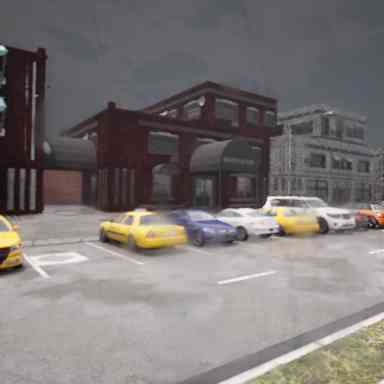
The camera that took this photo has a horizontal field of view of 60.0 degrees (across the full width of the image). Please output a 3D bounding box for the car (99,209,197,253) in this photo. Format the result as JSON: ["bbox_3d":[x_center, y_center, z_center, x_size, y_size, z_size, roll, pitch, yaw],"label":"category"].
[{"bbox_3d":[-2.272,1.471,13.928,1.946,1.575,5.366,0,0,-35],"label":"car"}]

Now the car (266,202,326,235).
[{"bbox_3d":[4.414,1.521,18.680,1.946,1.575,5.366,1,0,-35],"label":"car"}]

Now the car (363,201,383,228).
[{"bbox_3d":[11.331,1.513,23.330,2.185,1.767,4.553,1,-1,-35],"label":"car"}]

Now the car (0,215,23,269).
[{"bbox_3d":[-6.696,1.471,10.563,2.097,1.535,5.008,0,0,-35],"label":"car"}]

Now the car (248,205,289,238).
[{"bbox_3d":[2.262,1.539,16.920,2.002,1.452,4.674,0,0,-35],"label":"car"}]

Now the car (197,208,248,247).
[{"bbox_3d":[0.092,1.523,15.384,2.002,1.452,4.674,0,0,-35],"label":"car"}]

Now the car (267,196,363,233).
[{"bbox_3d":[6.805,1.303,20.117,2.435,2.045,5.566,1,0,-35],"label":"car"}]

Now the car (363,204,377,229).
[{"bbox_3d":[9.048,1.633,21.744,2.002,1.452,4.674,1,-1,-35],"label":"car"}]
